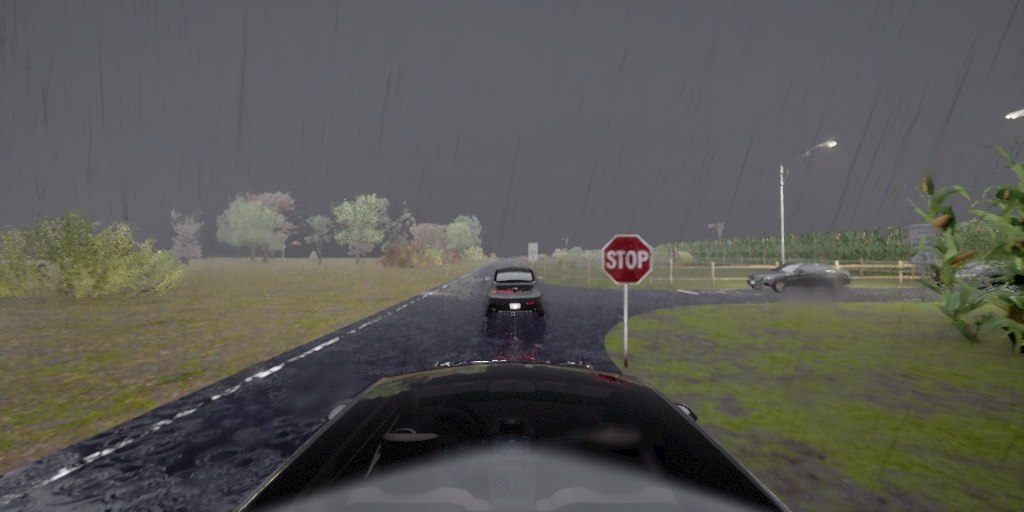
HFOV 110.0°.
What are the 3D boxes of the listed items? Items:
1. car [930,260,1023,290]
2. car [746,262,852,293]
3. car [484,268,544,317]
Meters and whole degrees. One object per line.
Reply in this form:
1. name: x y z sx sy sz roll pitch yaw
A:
1. car: 24.492 0.919 18.370 4.902 1.511 2.128 0 -1 -1
2. car: 14.516 1.050 18.214 4.674 1.442 1.812 -1 -1 -1
3. car: 0.080 1.146 12.755 1.837 1.490 4.892 -1 1 0
